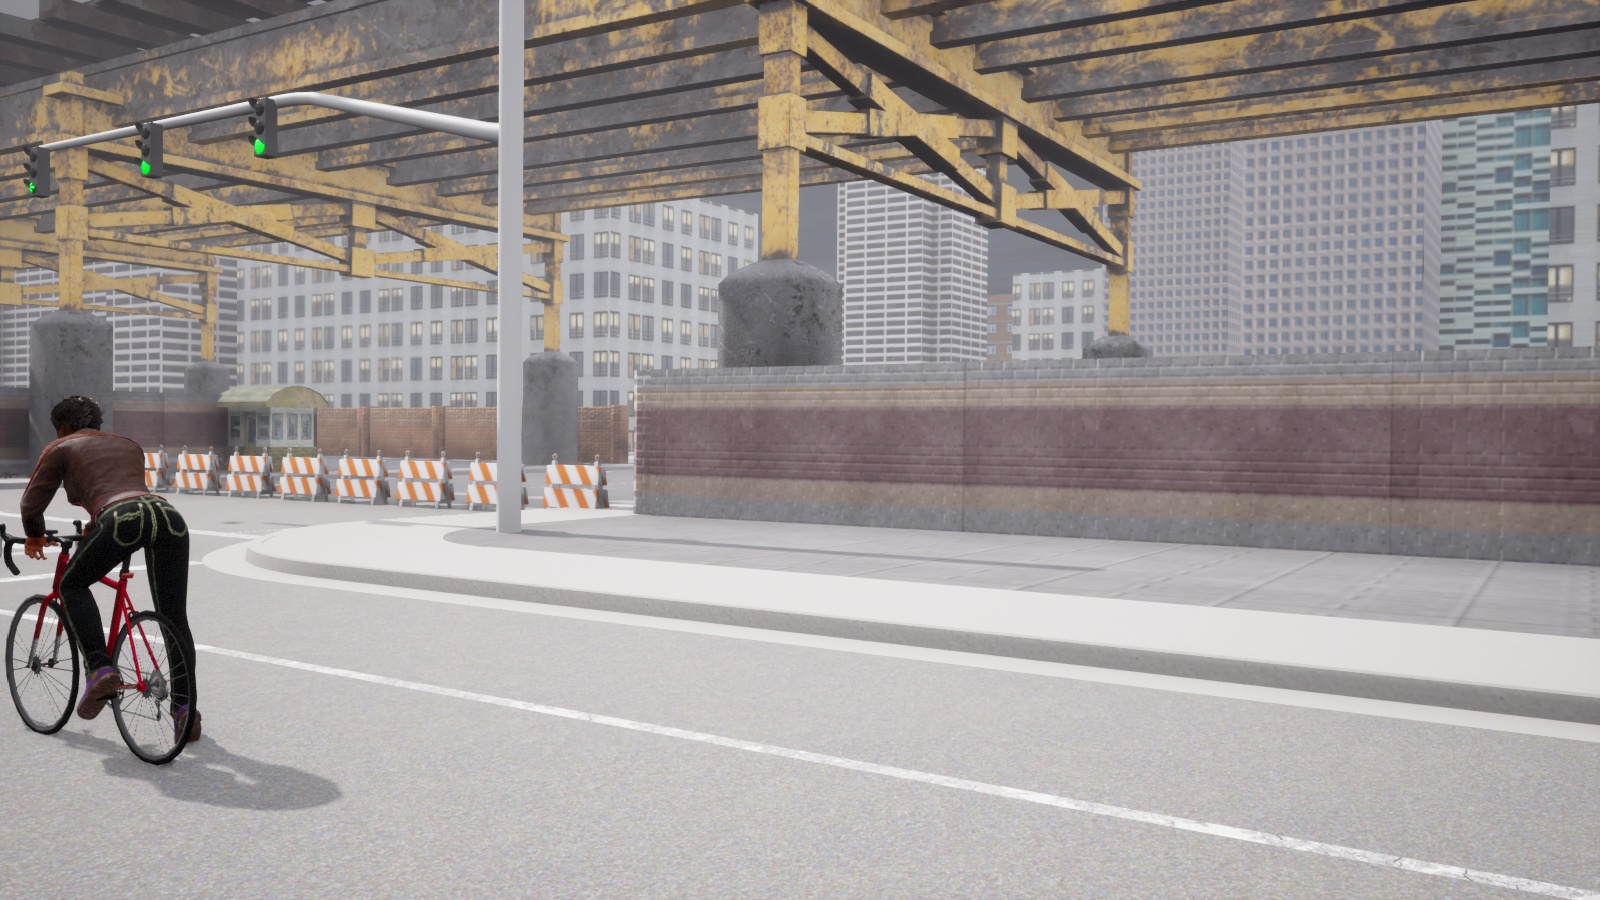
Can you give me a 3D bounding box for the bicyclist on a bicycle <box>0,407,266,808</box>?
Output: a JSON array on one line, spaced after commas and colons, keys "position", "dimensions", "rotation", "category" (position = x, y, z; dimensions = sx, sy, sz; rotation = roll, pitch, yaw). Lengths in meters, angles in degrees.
[{"position": [-3.227, 0.635, 5.764], "dimensions": [1.656, 1.620, 0.582], "rotation": [0, 1, 34], "category": "bicyclist on a bicycle"}]
